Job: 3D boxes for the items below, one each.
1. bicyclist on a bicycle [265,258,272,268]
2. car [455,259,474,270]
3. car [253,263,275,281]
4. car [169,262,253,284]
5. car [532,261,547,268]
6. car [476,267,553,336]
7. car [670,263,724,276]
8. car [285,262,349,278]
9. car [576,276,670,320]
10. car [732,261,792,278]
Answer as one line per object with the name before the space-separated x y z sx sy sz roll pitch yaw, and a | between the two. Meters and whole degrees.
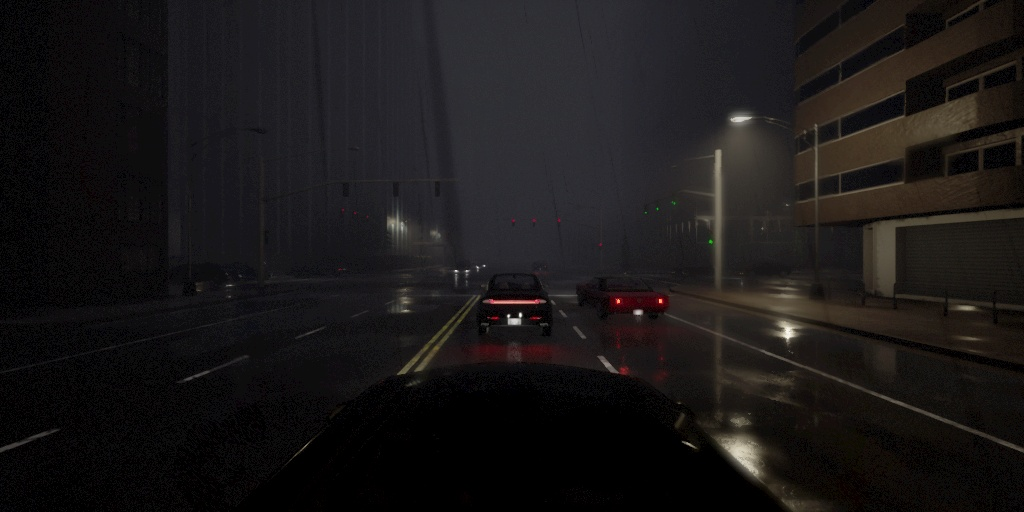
bicyclist on a bicycle | -28.736 1.047 42.057 0.582 1.620 1.656 0 0 1
car | -7.043 1.248 52.210 1.837 1.490 4.892 0 1 0
car | -22.532 1.239 30.007 4.902 1.511 2.128 0 0 1
car | -22.421 1.252 26.493 4.892 1.490 1.837 0 0 1
car | 3.643 1.346 48.517 1.895 1.301 4.718 0 0 0
car | 0.075 1.241 10.368 2.128 1.511 4.902 0 0 0
car | 18.914 1.347 36.766 4.718 1.301 1.895 0 0 1
car | -18.236 1.294 33.659 5.357 1.411 2.033 0 0 2
car | 3.591 1.350 12.659 1.895 1.301 4.718 0 0 -2
car | 23.101 1.251 33.204 4.892 1.490 1.837 0 0 1
